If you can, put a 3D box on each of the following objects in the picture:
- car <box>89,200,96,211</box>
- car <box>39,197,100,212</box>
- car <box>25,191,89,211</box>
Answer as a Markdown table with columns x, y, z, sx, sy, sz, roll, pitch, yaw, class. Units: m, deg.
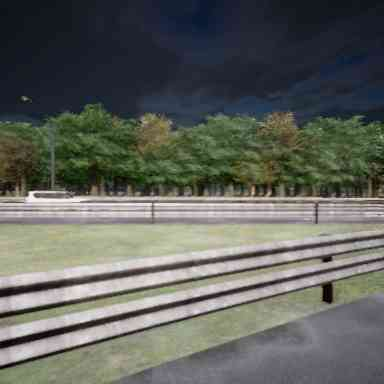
| x | y | z | sx | sy | sz | roll | pitch | yaw | class |
| --- | --- | --- | --- | --- | --- | --- | --- | --- | --- |
| -5.356 | 1.189 | 26.341 | 4.718 | 1.301 | 1.895 | 0 | 0 | -3 | car |
| -12.030 | 1.248 | 32.982 | 5.357 | 1.411 | 2.033 | 0 | 0 | -3 | car |
| -11.781 | 0.934 | 29.488 | 5.566 | 2.045 | 2.150 | 0 | 0 | -3 | car |
